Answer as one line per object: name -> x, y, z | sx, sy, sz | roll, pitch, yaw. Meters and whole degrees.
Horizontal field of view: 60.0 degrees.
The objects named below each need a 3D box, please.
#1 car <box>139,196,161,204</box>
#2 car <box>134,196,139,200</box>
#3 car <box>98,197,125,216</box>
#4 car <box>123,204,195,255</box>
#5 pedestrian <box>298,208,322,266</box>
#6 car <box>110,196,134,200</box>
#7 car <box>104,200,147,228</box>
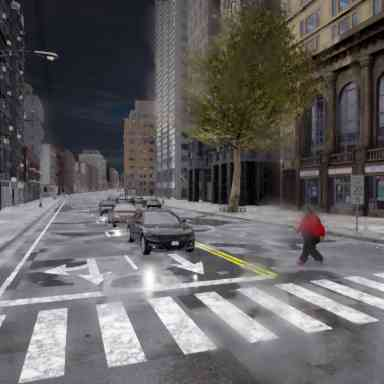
car -> -5.415, 1.455, 44.369 | 1.994, 1.385, 4.181 | 0, 0, -19
car -> -8.857, 1.333, 53.767 | 2.128, 1.511, 4.902 | 0, 0, -20
car -> -8.180, 1.486, 32.434 | 2.033, 1.411, 5.357 | 0, 0, -19
car -> -1.418, 1.461, 13.613 | 1.882, 1.535, 5.008 | 0, 0, -20
pedestrian -> 3.481, 1.281, 9.824 | 0.375, 1.860, 0.375 | -1, 1, -20
car -> -10.198, 1.361, 48.188 | 2.128, 1.511, 4.902 | 0, 0, -20
car -> -4.597, 1.494, 22.452 | 1.812, 1.442, 4.674 | 0, 0, -20
